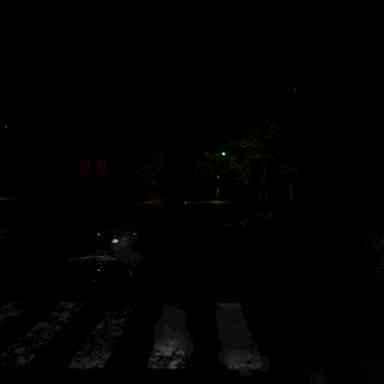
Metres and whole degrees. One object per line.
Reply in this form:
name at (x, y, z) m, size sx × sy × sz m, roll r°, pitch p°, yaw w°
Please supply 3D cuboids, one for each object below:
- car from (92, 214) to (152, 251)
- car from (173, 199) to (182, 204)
car at (-2.852, 1.658, 14.356) m, size 1.994 × 1.385 × 4.181 m, roll 1°, pitch -1°, yaw -1°
car at (-3.269, 2.149, 75.803) m, size 1.895 × 1.301 × 4.718 m, roll 0°, pitch 0°, yaw 0°
